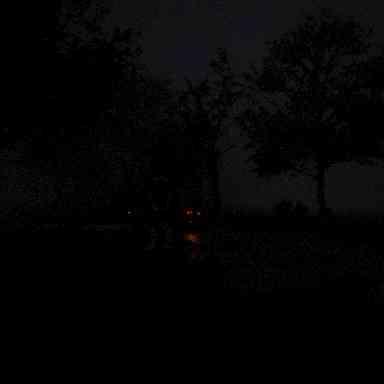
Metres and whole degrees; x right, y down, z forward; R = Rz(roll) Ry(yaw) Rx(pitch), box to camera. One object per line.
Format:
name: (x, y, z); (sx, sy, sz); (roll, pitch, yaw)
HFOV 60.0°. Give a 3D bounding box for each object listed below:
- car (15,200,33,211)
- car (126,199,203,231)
car: (-29.099, 2.504, 56.984); (2.033, 1.411, 5.357); (-2, 0, -20)
car: (-1.931, 1.519, 22.860); (5.566, 2.045, 2.150); (-1, -2, 29)
